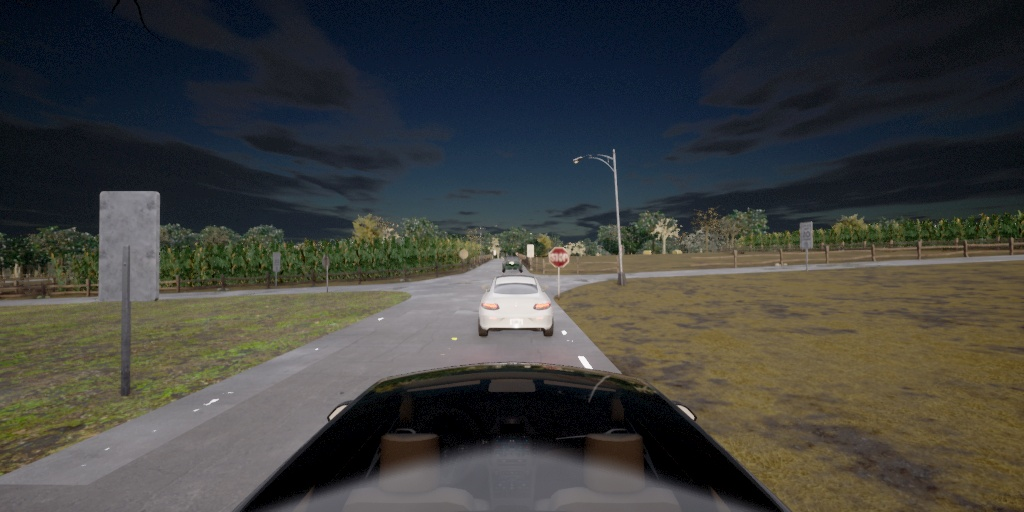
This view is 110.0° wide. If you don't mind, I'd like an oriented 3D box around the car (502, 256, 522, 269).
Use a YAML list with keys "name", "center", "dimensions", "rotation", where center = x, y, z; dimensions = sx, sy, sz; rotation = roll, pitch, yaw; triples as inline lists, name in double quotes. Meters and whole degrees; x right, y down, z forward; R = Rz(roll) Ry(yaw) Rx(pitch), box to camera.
- name: "car"
  center: [0.023, 0.769, 39.662]
  dimensions: [2.097, 1.767, 4.553]
  rotation: [0, 1, 0]

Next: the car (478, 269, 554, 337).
- name: "car"
  center: [0.089, 1.265, 10.166]
  dimensions: [1.812, 1.442, 4.674]
  rotation: [0, 0, 0]
